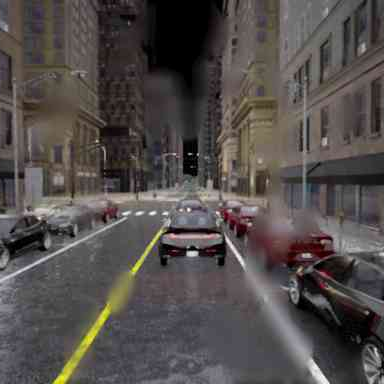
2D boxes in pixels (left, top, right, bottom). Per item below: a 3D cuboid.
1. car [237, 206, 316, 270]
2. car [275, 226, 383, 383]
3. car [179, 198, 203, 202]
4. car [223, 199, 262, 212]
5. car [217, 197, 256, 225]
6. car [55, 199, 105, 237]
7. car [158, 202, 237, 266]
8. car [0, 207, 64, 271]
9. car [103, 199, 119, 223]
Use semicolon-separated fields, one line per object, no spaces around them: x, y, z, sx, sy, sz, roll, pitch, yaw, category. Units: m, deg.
2.723;1.338;10.171;1.887;1.381;4.507;-1;1;0;car
2.738;1.466;4.667;1.947;1.339;4.313;-1;1;0;car
-0.056;1.120;19.795;1.837;1.490;4.892;0;1;0;car
2.707;1.232;15.675;1.887;1.381;4.507;-1;1;0;car
2.692;1.126;21.179;1.887;1.381;4.507;-1;1;0;car
-5.817;1.260;15.652;2.008;1.369;4.403;-1;1;0;car
0.021;1.282;10.692;2.128;1.511;4.902;0;1;0;car
-5.802;1.381;10.148;1.947;1.339;4.313;-1;1;0;car
-5.833;1.148;21.156;1.887;1.381;4.507;-1;1;0;car
